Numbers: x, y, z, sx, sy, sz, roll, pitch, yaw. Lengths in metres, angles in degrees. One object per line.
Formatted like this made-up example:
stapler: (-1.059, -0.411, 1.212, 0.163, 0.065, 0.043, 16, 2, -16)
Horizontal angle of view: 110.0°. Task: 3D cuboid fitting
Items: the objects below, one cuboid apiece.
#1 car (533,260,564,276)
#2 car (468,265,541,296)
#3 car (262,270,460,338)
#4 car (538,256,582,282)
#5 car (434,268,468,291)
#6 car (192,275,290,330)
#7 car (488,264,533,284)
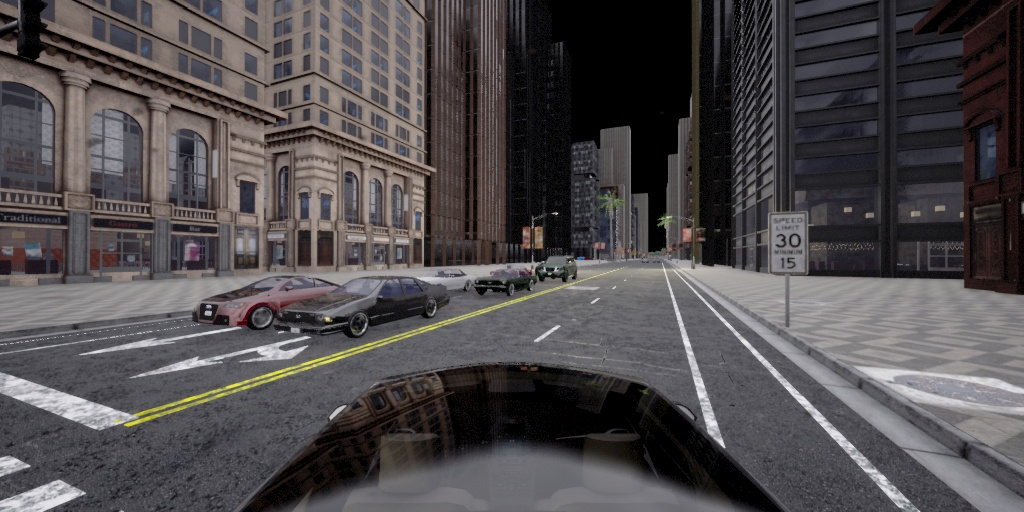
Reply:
car: (3.930, 1.250, 37.921, 1.882, 1.535, 5.008, 0, 0, 23)
car: (-0.238, 1.357, 19.461, 1.895, 1.301, 4.718, 0, 0, 23)
car: (-3.907, 1.299, 10.601, 2.033, 1.411, 5.357, 0, 0, 22)
car: (3.858, 0.986, 29.342, 2.150, 2.045, 5.566, 0, 0, 22)
car: (-3.823, 1.357, 19.303, 1.895, 1.301, 4.718, 0, 0, 23)
car: (-7.170, 1.316, 11.206, 1.994, 1.385, 4.181, 0, 0, 23)
car: (-0.010, 1.364, 28.506, 1.895, 1.301, 4.718, 0, 0, 23)
